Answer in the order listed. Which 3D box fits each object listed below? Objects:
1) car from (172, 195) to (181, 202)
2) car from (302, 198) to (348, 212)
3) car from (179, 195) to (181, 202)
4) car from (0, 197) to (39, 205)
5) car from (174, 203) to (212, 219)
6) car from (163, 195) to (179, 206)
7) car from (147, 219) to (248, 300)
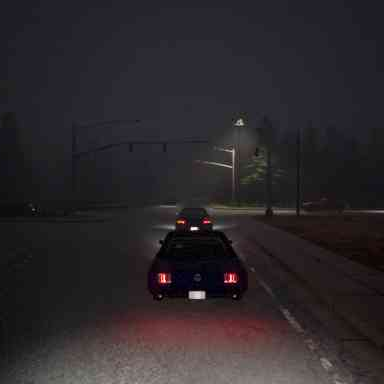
[{"bbox_3d":[-3.418,1.428,74.114,1.882,1.535,5.008,0,0,1],"label":"car"},{"bbox_3d":[15.153,1.473,38.084,5.008,1.535,1.882,0,0,1],"label":"car"},{"bbox_3d":[-3.548,1.522,63.809,1.994,1.385,4.181,0,0,1],"label":"car"},{"bbox_3d":[-18.340,1.363,34.987,4.553,1.767,2.097,0,0,1],"label":"car"},{"bbox_3d":[0.100,1.511,17.354,1.812,1.442,4.674,0,0,0],"label":"car"},{"bbox_3d":[-3.591,1.528,54.541,1.994,1.385,4.181,0,0,0],"label":"car"},{"bbox_3d":[0.099,1.596,8.299,1.895,1.301,4.718,0,0,0],"label":"car"}]
